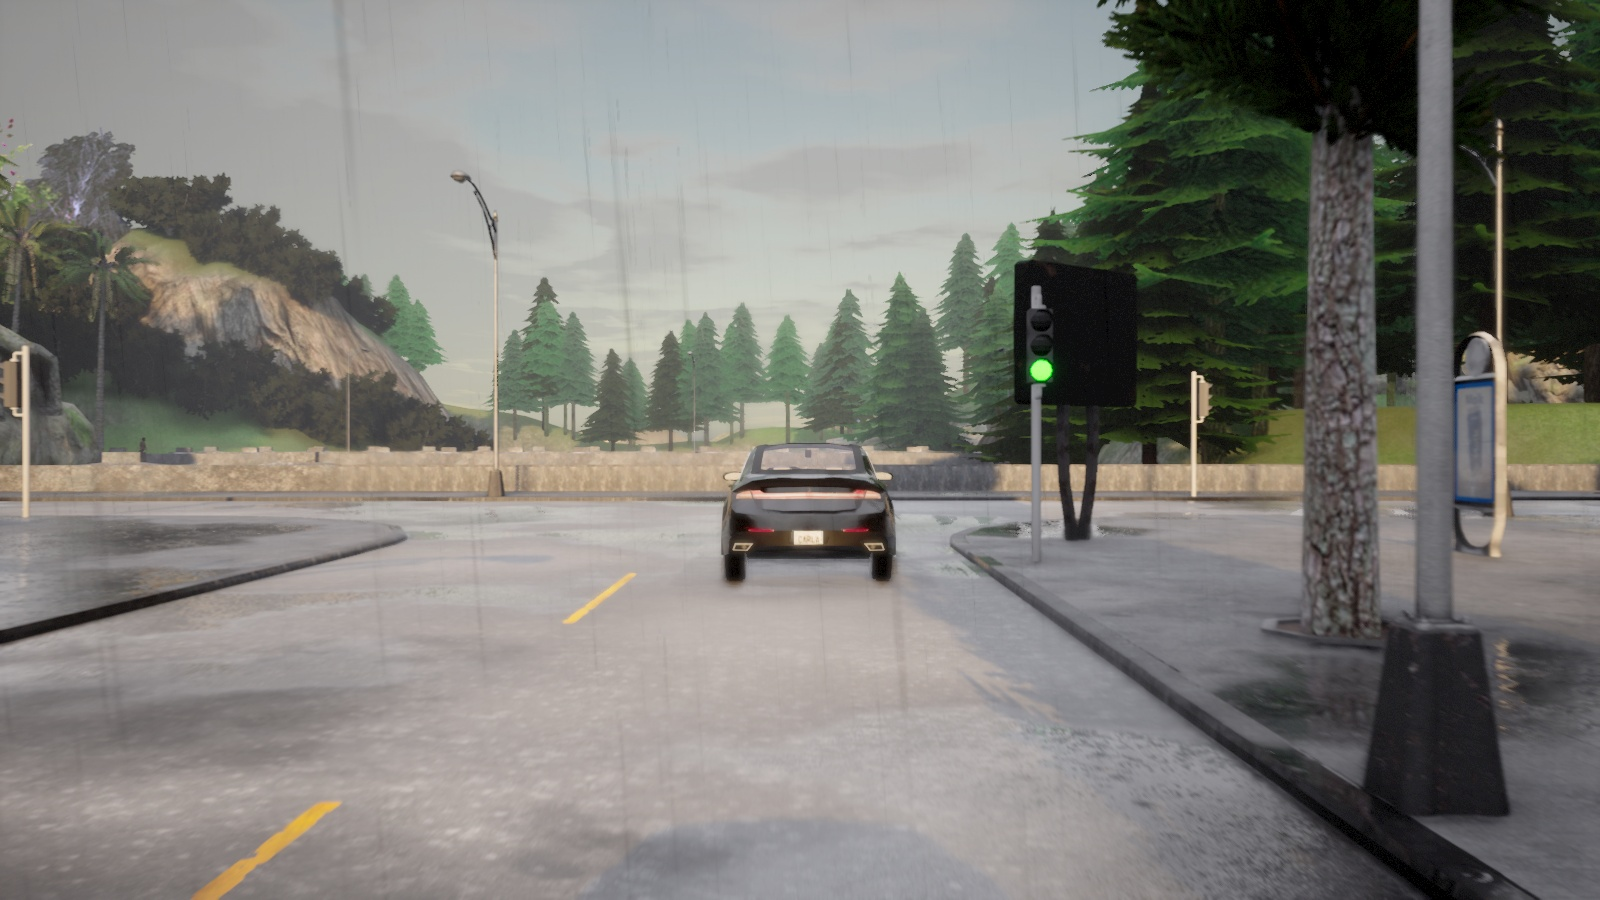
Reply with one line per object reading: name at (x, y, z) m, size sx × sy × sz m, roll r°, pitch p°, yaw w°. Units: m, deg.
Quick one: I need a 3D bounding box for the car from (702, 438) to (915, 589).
car at (0.099, 0.618, 15.021) m, size 2.128 × 1.511 × 4.902 m, roll 0°, pitch 0°, yaw 0°
